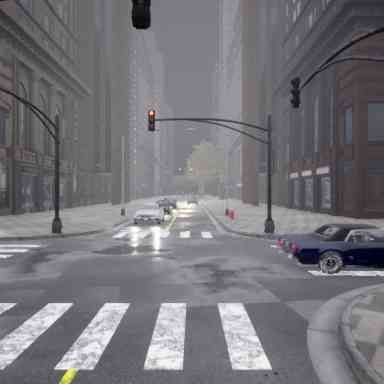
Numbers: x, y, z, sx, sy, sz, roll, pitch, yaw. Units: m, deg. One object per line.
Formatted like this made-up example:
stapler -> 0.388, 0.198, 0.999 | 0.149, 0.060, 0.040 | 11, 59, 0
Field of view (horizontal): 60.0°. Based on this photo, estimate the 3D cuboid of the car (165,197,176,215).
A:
car -> -3.075, 1.552, 34.873 | 2.033, 1.411, 5.357 | 0, 0, 0

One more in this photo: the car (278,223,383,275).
car -> 5.132, 1.614, 9.911 | 4.718, 1.301, 1.895 | 0, 0, 0

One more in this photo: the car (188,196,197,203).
car -> 0.152, 1.574, 69.729 | 1.812, 1.442, 4.674 | 0, 0, 0

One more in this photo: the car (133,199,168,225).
car -> -3.082, 1.526, 24.463 | 1.812, 1.442, 4.674 | 0, 0, 0

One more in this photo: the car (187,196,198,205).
car -> 0.133, 1.582, 59.379 | 2.033, 1.411, 5.357 | 0, 0, 0
